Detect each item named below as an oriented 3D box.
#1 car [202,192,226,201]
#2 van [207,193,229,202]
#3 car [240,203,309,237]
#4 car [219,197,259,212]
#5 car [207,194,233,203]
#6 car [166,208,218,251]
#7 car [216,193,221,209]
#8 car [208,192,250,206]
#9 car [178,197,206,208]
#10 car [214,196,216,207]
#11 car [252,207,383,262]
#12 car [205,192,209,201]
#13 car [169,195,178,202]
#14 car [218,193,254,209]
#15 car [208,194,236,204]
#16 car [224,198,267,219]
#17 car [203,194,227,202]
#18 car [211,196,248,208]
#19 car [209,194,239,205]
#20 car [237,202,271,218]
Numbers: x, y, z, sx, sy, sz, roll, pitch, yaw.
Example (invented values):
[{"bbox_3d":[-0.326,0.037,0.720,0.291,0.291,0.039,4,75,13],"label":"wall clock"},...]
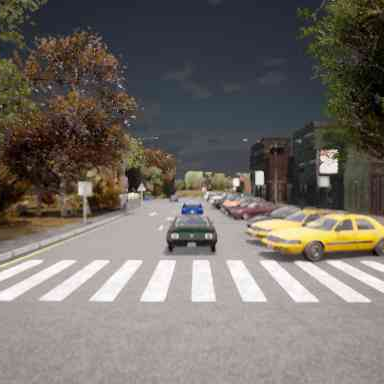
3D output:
[{"bbox_3d":[5.611,1.162,84.127,5.566,2.045,2.435,1,0,-20],"label":"car"},{"bbox_3d":[5.675,1.180,72.135,4.442,1.987,1.878,1,0,-20],"label":"van"},{"bbox_3d":[5.131,1.475,14.986,5.366,1.575,1.946,1,0,-20],"label":"car"},{"bbox_3d":[5.318,1.464,30.043,4.792,1.488,2.163,1,0,-20],"label":"car"},{"bbox_3d":[5.574,1.276,66.087,4.553,1.767,2.185,1,0,-20],"label":"car"},{"bbox_3d":[0.001,1.599,14.090,1.895,1.301,4.718,0,0,0],"label":"car"},{"bbox_3d":[5.407,1.296,36.063,4.553,1.767,2.185,1,0,-20],"label":"car"},{"bbox_3d":[5.397,1.159,42.038,5.566,2.045,2.435,1,0,-20],"label":"car"},{"bbox_3d":[0.041,1.429,29.455,1.882,1.535,5.008,0,0,0],"label":"car"},{"bbox_3d":[5.387,1.455,39.060,4.674,1.452,2.002,1,0,-20],"label":"car"},{"bbox_3d":[5.130,1.484,11.984,5.366,1.575,1.946,1,0,-20],"label":"car"},{"bbox_3d":[5.437,1.149,51.054,5.566,2.045,2.435,1,0,-20],"label":"car"},{"bbox_3d":[-3.865,1.441,70.924,1.812,1.442,4.674,0,0,0],"label":"car"},{"bbox_3d":[5.392,1.302,33.062,4.553,1.767,2.185,1,0,-20],"label":"car"},{"bbox_3d":[5.480,1.272,60.070,4.553,1.767,2.185,1,0,-20],"label":"car"},{"bbox_3d":[5.336,1.483,27.051,4.674,1.452,2.002,1,0,-20],"label":"car"},{"bbox_3d":[5.404,1.403,78.034,5.366,1.575,1.946,1,0,-20],"label":"car"},{"bbox_3d":[5.414,1.432,48.053,4.792,1.488,2.163,1,0,-20],"label":"car"},{"bbox_3d":[5.463,1.272,57.069,4.553,1.767,2.185,1,0,-20],"label":"car"},{"bbox_3d":[5.317,1.472,18.050,4.892,1.521,2.231,1,0,-20],"label":"car"}]
